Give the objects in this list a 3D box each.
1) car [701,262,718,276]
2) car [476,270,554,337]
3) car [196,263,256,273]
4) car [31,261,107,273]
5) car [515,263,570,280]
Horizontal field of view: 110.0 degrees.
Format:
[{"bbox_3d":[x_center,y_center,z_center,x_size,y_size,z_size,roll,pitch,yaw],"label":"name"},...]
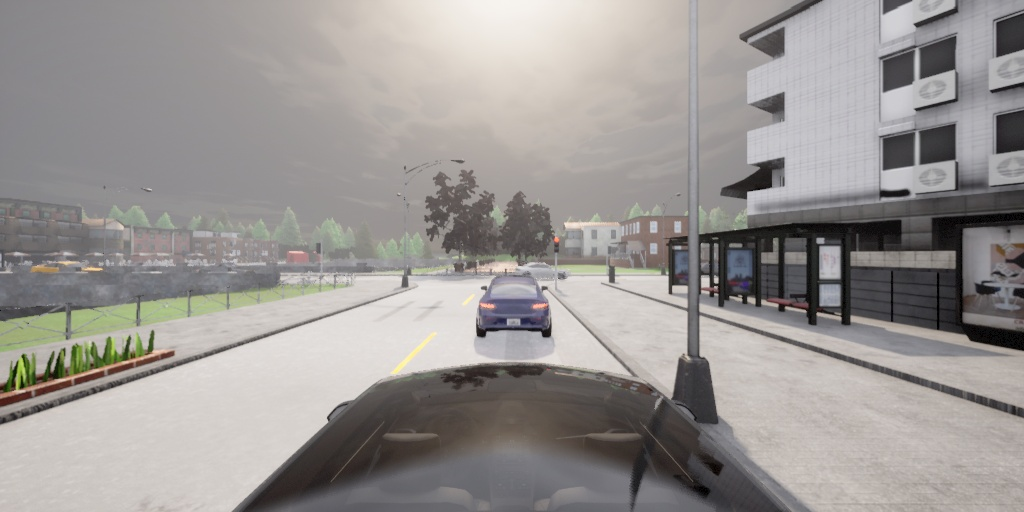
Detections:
[{"bbox_3d":[18.901,1.309,34.406,5.357,1.411,2.033,0,0,0],"label":"car"},{"bbox_3d":[0.062,1.279,10.135,1.812,1.442,4.674,0,0,1],"label":"car"},{"bbox_3d":[-24.130,1.324,30.326,4.181,1.385,1.994,0,0,0],"label":"car"},{"bbox_3d":[-37.382,1.238,30.372,5.008,1.535,1.882,1,0,0],"label":"car"},{"bbox_3d":[2.527,1.286,30.261,4.674,1.442,1.812,0,0,0],"label":"car"}]
